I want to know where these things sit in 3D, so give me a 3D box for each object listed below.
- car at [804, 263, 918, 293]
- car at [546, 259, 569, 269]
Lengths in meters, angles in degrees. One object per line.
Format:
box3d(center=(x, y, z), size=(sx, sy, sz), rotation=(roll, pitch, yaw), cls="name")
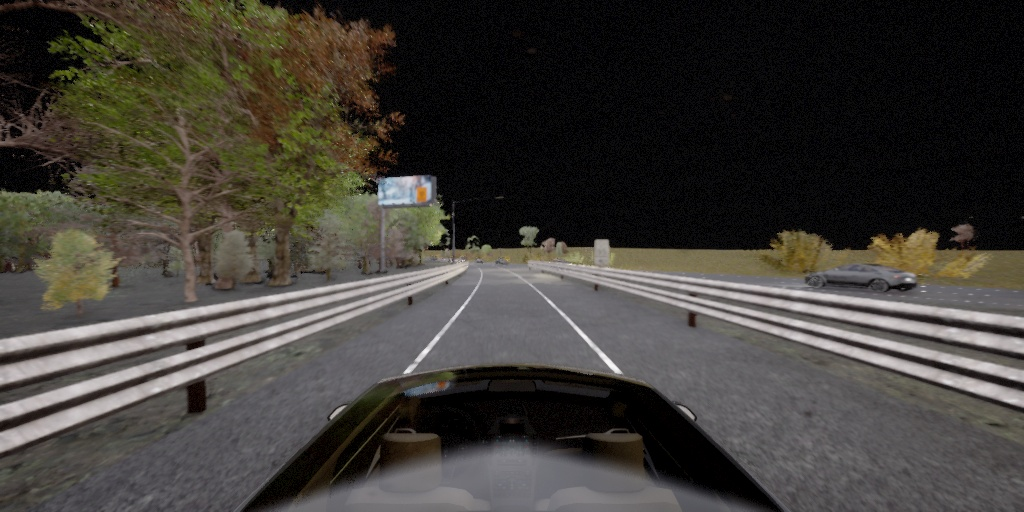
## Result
box3d(center=(17.789, 1.068, 18.547), size=(1.994, 1.385, 4.181), rotation=(-1, 0, -18), cls="car")
box3d(center=(6.669, 1.159, 52.952), size=(2.128, 1.511, 4.902), rotation=(-1, 0, -18), cls="car")
